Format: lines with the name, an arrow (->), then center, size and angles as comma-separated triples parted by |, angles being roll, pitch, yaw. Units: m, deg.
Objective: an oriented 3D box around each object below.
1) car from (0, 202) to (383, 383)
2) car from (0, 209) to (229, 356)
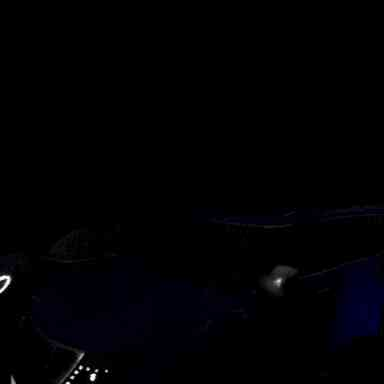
car -> 0.824, 1.199, 4.274 | 5.566, 2.045, 2.150 | -1, 0, -36
car -> -1.705, 1.335, 6.462 | 4.553, 1.767, 2.097 | -1, 0, -36
